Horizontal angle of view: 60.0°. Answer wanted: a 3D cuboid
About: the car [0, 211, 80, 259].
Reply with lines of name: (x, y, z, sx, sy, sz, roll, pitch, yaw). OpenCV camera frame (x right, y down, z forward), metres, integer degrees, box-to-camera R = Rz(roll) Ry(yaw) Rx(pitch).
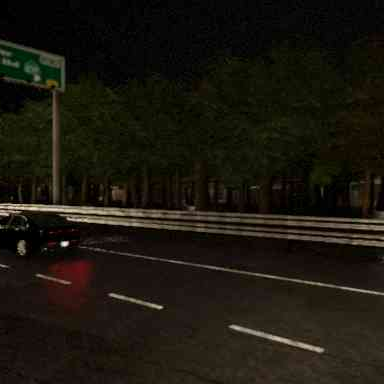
car: (-6.273, 1.506, 12.658, 4.892, 1.490, 1.837, 0, 0, 36)
